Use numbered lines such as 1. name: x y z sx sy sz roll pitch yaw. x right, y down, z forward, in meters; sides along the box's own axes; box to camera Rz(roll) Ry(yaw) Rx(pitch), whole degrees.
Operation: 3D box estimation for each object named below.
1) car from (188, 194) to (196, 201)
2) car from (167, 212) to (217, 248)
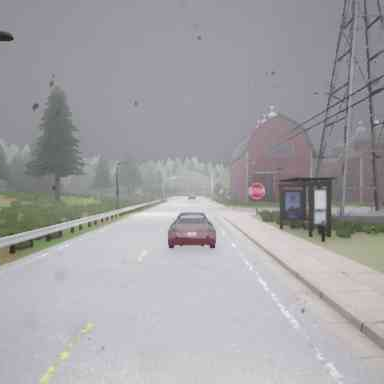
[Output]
1. car: 0.000 1.290 77.974 1.882 1.535 5.008 0 0 0
2. car: 0.000 1.569 14.650 1.994 1.385 4.181 0 0 0
